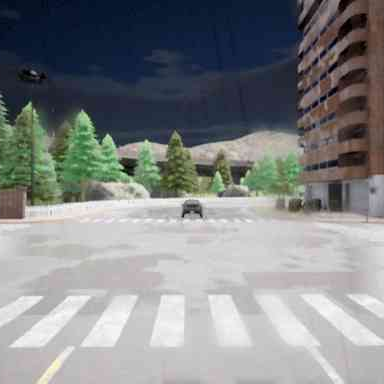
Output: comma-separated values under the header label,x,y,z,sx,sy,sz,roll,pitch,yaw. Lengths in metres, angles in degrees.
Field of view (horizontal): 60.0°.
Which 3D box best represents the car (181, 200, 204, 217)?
label,x,y,z,sx,sy,sz,roll,pitch,yaw
car,0.006,1.501,31.458,1.837,1.490,4.892,0,0,0
